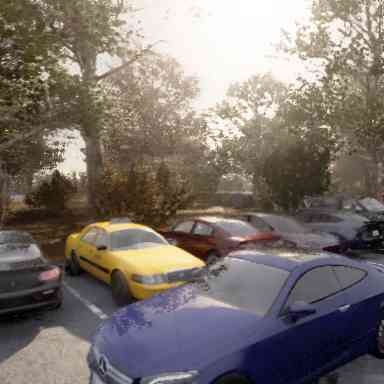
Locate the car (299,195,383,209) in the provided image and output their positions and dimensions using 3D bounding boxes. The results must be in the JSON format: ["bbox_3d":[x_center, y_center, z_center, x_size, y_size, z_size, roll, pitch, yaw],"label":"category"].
[{"bbox_3d":[7.300,1.187,14.988,2.435,2.045,5.566,0,0,-36],"label":"car"}]

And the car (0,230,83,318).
[{"bbox_3d":[-4.047,1.518,6.918,2.002,1.452,4.674,0,0,-35],"label":"car"}]

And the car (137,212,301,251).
[{"bbox_3d":[0.489,1.461,10.152,2.097,1.535,5.008,0,0,-36],"label":"car"}]

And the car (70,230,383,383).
[{"bbox_3d":[1.043,1.516,4.412,4.674,1.442,1.812,0,0,-36],"label":"car"}]

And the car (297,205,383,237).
[{"bbox_3d":[5.002,1.474,13.417,2.163,1.488,4.792,0,0,-36],"label":"car"}]

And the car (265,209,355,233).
[{"bbox_3d":[2.770,1.483,11.751,2.163,1.488,4.792,0,0,-36],"label":"car"}]
